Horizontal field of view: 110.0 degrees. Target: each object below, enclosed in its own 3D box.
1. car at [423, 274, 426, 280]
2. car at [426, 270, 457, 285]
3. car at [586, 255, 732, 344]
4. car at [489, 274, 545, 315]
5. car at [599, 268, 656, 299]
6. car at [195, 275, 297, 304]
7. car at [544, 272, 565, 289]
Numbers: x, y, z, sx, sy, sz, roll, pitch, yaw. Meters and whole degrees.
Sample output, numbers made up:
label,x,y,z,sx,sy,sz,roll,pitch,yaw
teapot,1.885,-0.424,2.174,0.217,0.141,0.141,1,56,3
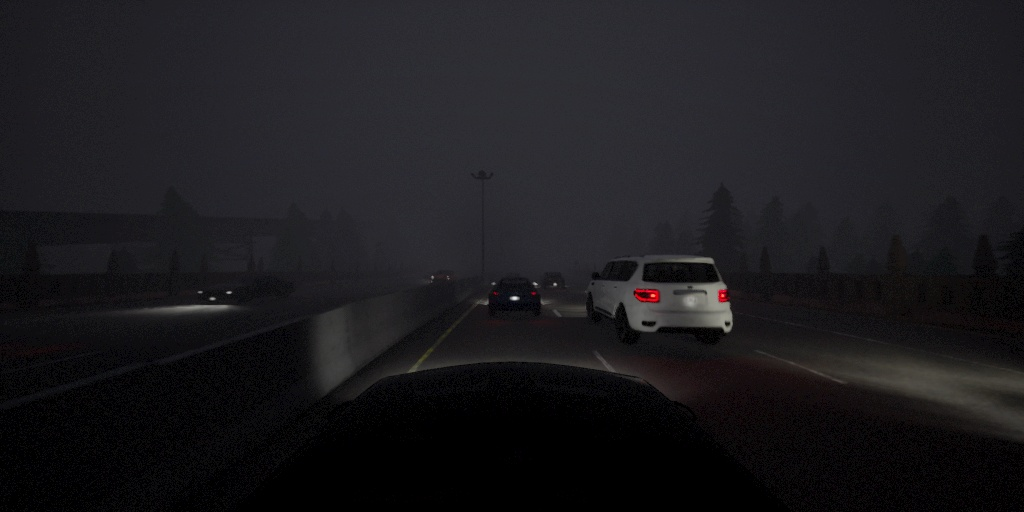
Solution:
label,x,y,z,sx,sy,sz,roll,pitch,yaw
car,-14.012,3.419,62.560,2.033,1.411,5.357,0,-2,0
car,-7.062,2.213,37.362,2.097,1.767,4.553,0,-2,0
car,3.598,1.042,9.903,2.150,2.045,5.566,0,-1,0
car,0.097,1.559,14.778,1.994,1.385,4.181,0,-2,0
car,7.096,1.648,22.547,2.097,1.767,4.553,0,-2,0
car,-14.080,1.728,19.529,2.033,1.411,5.357,0,-2,0
car,3.593,2.172,32.253,1.837,1.490,4.892,0,-2,0
